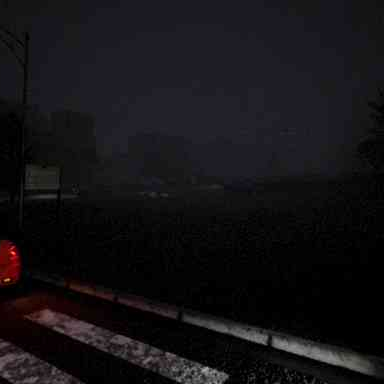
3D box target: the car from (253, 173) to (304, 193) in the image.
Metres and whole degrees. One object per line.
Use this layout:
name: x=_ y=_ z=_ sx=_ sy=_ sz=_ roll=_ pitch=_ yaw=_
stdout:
car: x=10.809 y=-0.999 z=42.526 sx=5.566 sy=2.045 sz=2.435 roll=4 pitch=7 yaw=32

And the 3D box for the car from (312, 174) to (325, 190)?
car: x=15.527 y=-1.247 z=46.239 sx=4.553 sy=1.767 sz=2.185 roll=4 pitch=7 yaw=32

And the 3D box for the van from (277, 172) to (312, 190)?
van: x=13.092 y=-1.165 z=44.420 sx=4.442 sy=1.987 sz=1.878 roll=4 pitch=7 yaw=32

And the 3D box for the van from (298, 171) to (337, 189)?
van: x=18.013 y=-1.525 z=48.003 sx=4.442 sy=1.987 sz=1.878 roll=4 pitch=7 yaw=32

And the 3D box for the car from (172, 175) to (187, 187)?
car: x=-3.745 y=-1.628 z=52.651 sx=4.792 sy=1.488 sz=2.163 roll=2 pitch=5 yaw=30

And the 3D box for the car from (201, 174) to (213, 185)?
car: x=0.712 y=-2.007 z=56.461 sx=4.792 sy=1.488 sz=2.163 roll=2 pitch=6 yaw=30

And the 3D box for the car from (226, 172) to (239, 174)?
car: x=5.249 y=-2.414 z=60.232 sx=5.008 sy=1.535 sz=2.097 roll=2 pitch=5 yaw=30

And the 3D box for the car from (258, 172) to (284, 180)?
car: x=16.513 y=-3.350 z=69.611 sx=5.008 sy=1.535 sz=2.097 roll=2 pitch=5 yaw=30

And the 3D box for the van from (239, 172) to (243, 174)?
van: x=7.401 y=-2.829 z=62.148 sx=4.442 sy=1.987 sz=1.878 roll=2 pitch=6 yaw=30

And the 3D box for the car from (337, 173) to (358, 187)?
car: x=22.624 y=-1.679 z=51.794 sx=4.892 sy=1.521 sz=2.231 roll=4 pitch=7 yaw=31

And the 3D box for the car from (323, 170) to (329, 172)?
car: x=30.095 y=-4.569 z=80.759 sx=4.553 sy=1.767 sz=2.185 roll=2 pitch=6 yaw=30

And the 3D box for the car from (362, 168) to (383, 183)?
car: x=32.002 y=-2.689 z=59.304 sx=5.566 sy=2.045 sz=2.435 roll=4 pitch=7 yaw=30

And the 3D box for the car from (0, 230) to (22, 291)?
car: x=-6.009 y=1.328 z=7.795 sx=4.553 sy=1.767 sz=2.097 roll=1 pitch=1 yaw=36

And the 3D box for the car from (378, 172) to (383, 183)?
car: x=29.654 y=-2.249 z=57.448 sx=4.892 sy=1.521 sz=2.231 roll=4 pitch=7 yaw=30

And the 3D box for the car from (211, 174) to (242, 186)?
car: x=6.209 y=-1.735 z=53.777 sx=5.357 sy=1.411 sz=2.033 roll=-4 pitch=6 yaw=-32

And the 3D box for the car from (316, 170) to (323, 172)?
car: x=27.813 y=-4.233 z=78.941 sx=4.674 sy=1.452 sz=2.002 roll=2 pitch=5 yaw=30

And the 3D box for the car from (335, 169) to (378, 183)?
car: x=27.342 y=-2.308 z=55.515 sx=5.566 sy=2.045 sz=2.435 roll=4 pitch=7 yaw=31

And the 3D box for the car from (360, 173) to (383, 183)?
car: x=34.123 y=-2.644 z=61.335 sx=5.366 sy=1.575 sz=1.946 roll=4 pitch=7 yaw=30

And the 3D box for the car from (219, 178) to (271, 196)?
car: x=6.118 y=-0.377 z=38.857 sx=5.008 sy=1.535 sz=2.097 roll=4 pitch=7 yaw=32

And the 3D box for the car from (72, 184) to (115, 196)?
car: x=-11.628 y=-0.288 z=39.398 sx=4.718 sy=1.301 sz=1.895 roll=-3 pitch=6 yaw=-40

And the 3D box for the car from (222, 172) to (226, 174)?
car: x=3.018 y=-2.348 z=58.307 sx=4.553 sy=1.767 sz=2.185 roll=2 pitch=6 yaw=30

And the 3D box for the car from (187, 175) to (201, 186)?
car: x=-1.494 y=-1.971 z=54.525 sx=4.553 sy=1.767 sz=2.185 roll=2 pitch=6 yaw=30

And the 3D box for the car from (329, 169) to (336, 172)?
car: x=32.343 y=-4.614 z=82.644 sx=5.008 sy=1.535 sz=2.097 roll=2 pitch=6 yaw=31

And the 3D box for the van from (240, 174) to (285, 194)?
van: x=8.579 y=-0.780 z=40.615 sx=4.442 sy=1.987 sz=1.878 roll=4 pitch=7 yaw=32

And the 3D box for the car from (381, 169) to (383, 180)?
car: x=41.234 y=-3.435 z=66.905 sx=5.566 sy=2.045 sz=2.435 roll=4 pitch=6 yaw=30

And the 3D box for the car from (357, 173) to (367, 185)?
car: x=24.992 y=-1.839 z=53.663 sx=4.792 sy=1.488 sz=2.163 roll=4 pitch=7 yaw=31

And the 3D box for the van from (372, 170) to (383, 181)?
van: x=36.695 y=-3.039 z=63.065 sx=4.442 sy=1.987 sz=1.878 roll=4 pitch=7 yaw=30

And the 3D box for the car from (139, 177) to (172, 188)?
car: x=-6.027 y=-1.429 z=50.771 sx=4.674 sy=1.452 sz=2.002 roll=2 pitch=5 yaw=30

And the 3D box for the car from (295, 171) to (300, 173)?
car: x=21.034 y=-3.720 z=73.333 sx=4.892 sy=1.521 sz=2.231 roll=2 pitch=6 yaw=30
